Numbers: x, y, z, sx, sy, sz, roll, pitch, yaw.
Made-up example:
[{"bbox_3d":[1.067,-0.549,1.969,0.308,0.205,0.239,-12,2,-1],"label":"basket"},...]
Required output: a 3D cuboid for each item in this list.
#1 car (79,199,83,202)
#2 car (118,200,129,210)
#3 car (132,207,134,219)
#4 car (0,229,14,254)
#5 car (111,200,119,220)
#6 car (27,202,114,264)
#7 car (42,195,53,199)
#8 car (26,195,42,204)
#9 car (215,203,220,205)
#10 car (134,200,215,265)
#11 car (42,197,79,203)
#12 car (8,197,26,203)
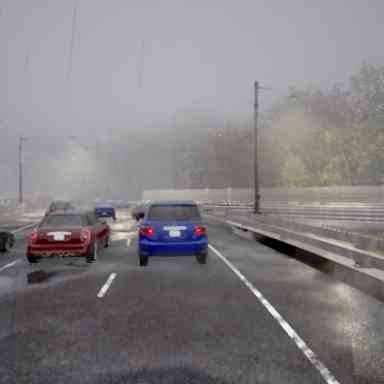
[{"bbox_3d":[-24.453,2.060,69.608,2.128,1.511,4.902,0,0,-39],"label":"car"},{"bbox_3d":[-11.031,1.839,49.100,1.994,1.385,4.181,0,0,-37],"label":"car"},{"bbox_3d":[-4.243,1.766,29.709,1.994,1.385,4.181,0,0,-16],"label":"car"},{"bbox_3d":[-7.736,1.629,11.146,1.812,1.442,4.674,0,0,-6],"label":"car"},{"bbox_3d":[-8.092,1.703,30.506,1.882,1.535,5.008,0,0,-16],"label":"car"},{"bbox_3d":[-4.376,1.449,12.469,2.097,1.767,4.553,0,0,-6],"label":"car"},{"bbox_3d":[-36.609,1.753,82.806,5.566,2.045,2.150,-1,0,41],"label":"car"},{"bbox_3d":[-38.931,1.877,80.189,4.553,1.767,2.097,-1,0,41],"label":"car"},{"bbox_3d":[1.504,1.691,33.964,4.181,1.385,1.994,-1,0,42],"label":"car"},{"bbox_3d":[-0.789,1.302,12.193,2.150,2.045,5.566,0,0,-6],"label":"car"},{"bbox_3d":[-11.133,1.577,28.386,2.097,1.767,4.553,0,0,-16],"label":"car"},{"bbox_3d":[-41.321,2.018,77.630,4.892,1.490,1.837,-1,0,41],"label":"car"}]
